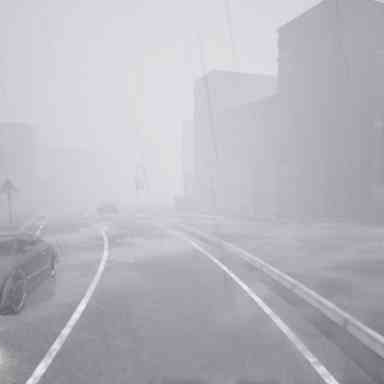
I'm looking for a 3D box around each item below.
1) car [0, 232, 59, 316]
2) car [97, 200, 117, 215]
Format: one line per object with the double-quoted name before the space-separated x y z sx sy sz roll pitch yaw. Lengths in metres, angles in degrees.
"car" -4.366 1.602 7.278 1.994 1.385 4.181 -1 0 -8
"car" -8.932 1.573 34.854 1.812 1.442 4.674 -2 0 -17
